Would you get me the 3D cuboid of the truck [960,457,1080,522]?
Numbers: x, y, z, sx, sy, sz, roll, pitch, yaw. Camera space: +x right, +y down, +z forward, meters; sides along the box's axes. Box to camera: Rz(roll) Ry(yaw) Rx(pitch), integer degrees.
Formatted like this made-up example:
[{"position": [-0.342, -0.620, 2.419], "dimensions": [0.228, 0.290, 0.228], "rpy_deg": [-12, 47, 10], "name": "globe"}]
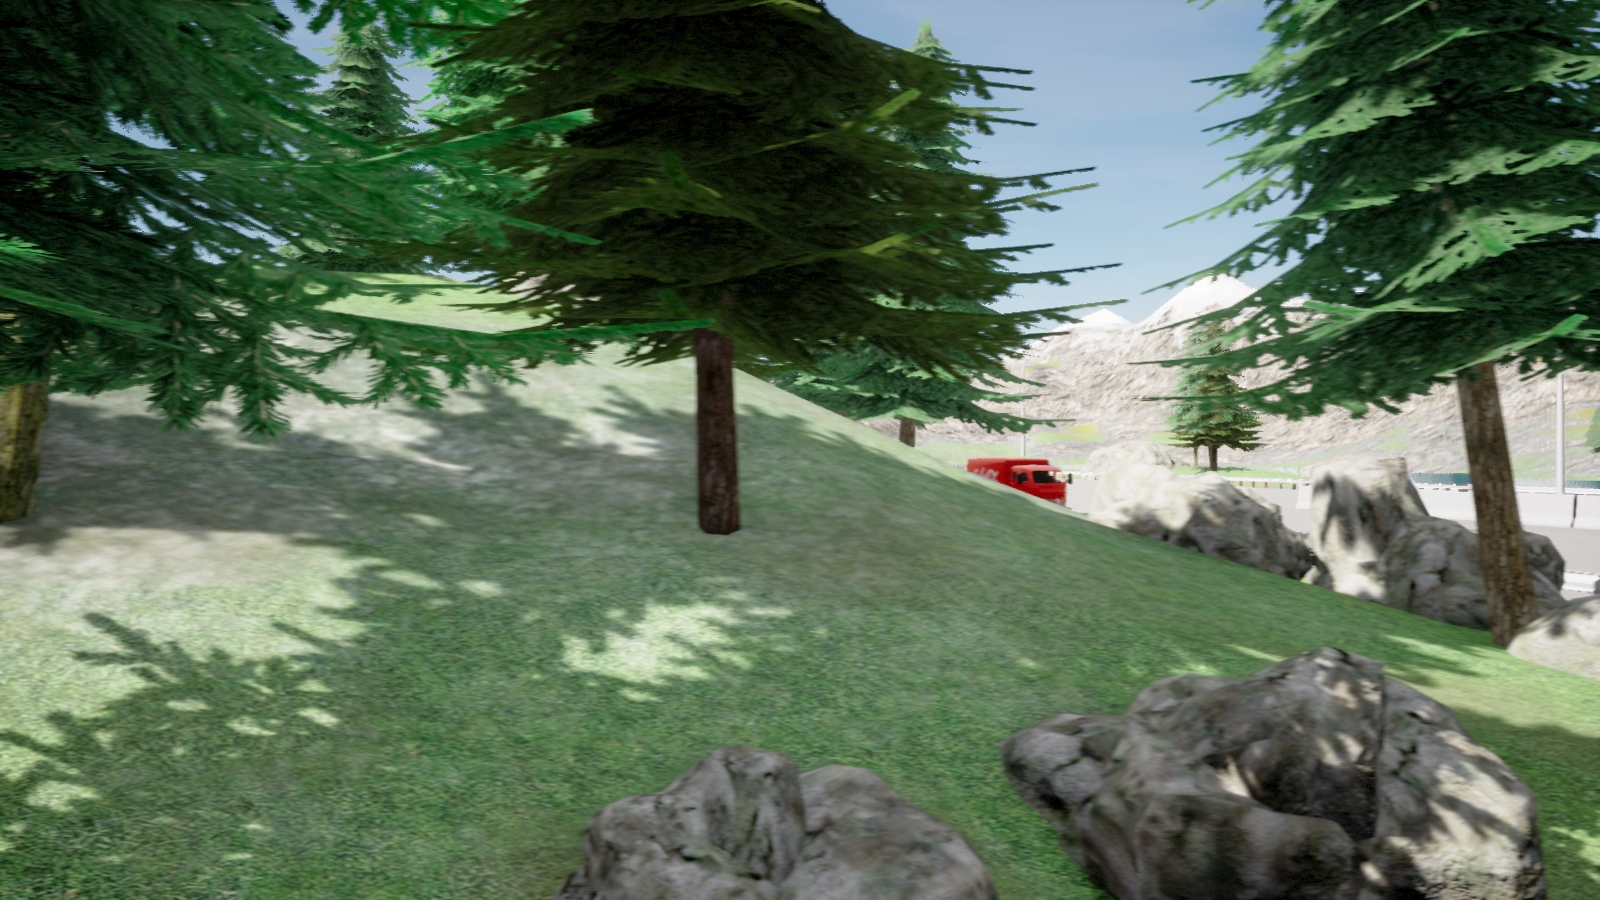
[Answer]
[{"position": [8.999, 1.558, 47.367], "dimensions": [2.627, 2.467, 5.204], "rpy_deg": [0, 1, -19], "name": "truck"}]
